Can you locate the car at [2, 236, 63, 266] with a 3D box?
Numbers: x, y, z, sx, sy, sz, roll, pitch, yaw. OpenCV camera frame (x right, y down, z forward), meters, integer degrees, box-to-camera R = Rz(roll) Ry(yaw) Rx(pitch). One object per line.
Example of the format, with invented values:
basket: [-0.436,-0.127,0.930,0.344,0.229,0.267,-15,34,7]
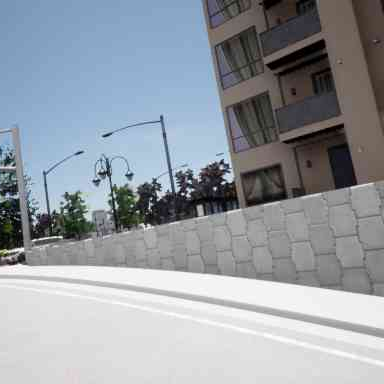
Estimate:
car: [-14.127,5.315,30.276,2.150,2.045,5.566,-14,-8,35]

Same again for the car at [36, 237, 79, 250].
car: [-10.542,4.858,28.922,1.812,1.442,4.674,-14,-8,35]
